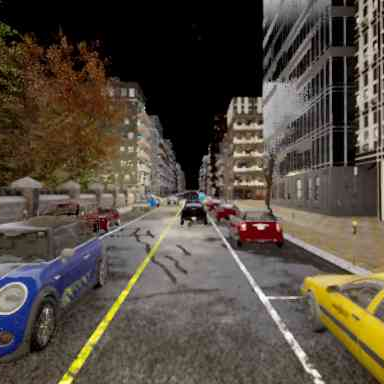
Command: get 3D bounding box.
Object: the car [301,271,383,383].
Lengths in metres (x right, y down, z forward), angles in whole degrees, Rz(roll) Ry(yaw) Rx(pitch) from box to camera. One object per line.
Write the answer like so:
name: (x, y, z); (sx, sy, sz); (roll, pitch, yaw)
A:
car: (2.703, 1.525, 3.949); (1.752, 1.417, 4.829); (1, 0, 0)

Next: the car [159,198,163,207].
car: (-5.618, 1.398, 48.749); (1.967, 1.590, 4.097); (1, 0, 0)

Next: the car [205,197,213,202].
car: (2.746, 1.518, 37.485); (1.887, 1.381, 4.507); (1, 0, 0)

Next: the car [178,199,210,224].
car: (0.131, 1.495, 24.440); (1.837, 1.490, 4.892); (0, 0, 0)

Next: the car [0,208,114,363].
car: (-3.092, 1.351, 6.114); (2.097, 1.767, 4.553); (0, 0, 0)

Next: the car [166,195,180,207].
car: (-2.935, 1.455, 51.825); (2.128, 1.511, 4.902); (0, 0, 0)

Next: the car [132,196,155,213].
car: (-5.634, 1.499, 37.352); (1.752, 1.417, 4.829); (1, 0, 0)

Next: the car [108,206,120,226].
car: (-5.656, 1.537, 20.681); (1.887, 1.381, 4.507); (1, 0, 0)

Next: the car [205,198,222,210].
car: (2.754, 1.511, 43.102); (1.887, 1.381, 4.507); (1, 0, 0)

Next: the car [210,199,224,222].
car: (2.731, 1.532, 26.250); (1.887, 1.381, 4.507); (1, 0, 0)

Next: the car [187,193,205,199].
car: (0.151, 1.321, 41.065); (2.097, 1.767, 4.553); (0, 0, 0)

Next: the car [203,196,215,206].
car: (2.768, 1.475, 54.506); (1.752, 1.417, 4.829); (1, 0, 0)

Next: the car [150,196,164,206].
car: (-5.613, 1.475, 54.193); (1.752, 1.417, 4.829); (1, 0, 0)

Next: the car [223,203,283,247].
car: (2.718, 1.436, 15.015); (1.967, 1.590, 4.097); (1, 0, 0)

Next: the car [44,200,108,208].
car: (-5.660, 1.311, 15.066); (2.192, 1.841, 5.009); (1, 0, 0)

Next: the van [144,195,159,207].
van: (-5.624, 1.307, 43.135); (1.690, 1.788, 3.998); (1, 0, 0)
